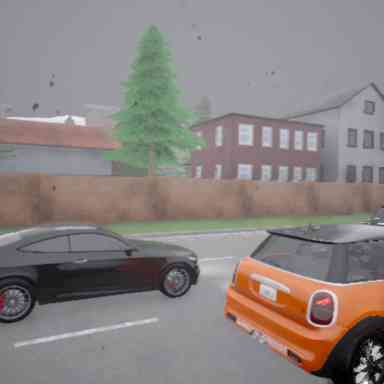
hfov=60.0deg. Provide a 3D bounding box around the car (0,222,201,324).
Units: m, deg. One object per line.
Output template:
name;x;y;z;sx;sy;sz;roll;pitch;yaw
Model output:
car;-2.063;1.335;6.570;4.674;1.442;1.812;1;1;-28

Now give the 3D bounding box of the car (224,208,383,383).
car;2.837;1.281;5.144;4.553;1.767;2.097;0;1;-27

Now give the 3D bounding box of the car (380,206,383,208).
car;8.334;1.230;11.902;4.553;1.767;2.097;0;1;-27
